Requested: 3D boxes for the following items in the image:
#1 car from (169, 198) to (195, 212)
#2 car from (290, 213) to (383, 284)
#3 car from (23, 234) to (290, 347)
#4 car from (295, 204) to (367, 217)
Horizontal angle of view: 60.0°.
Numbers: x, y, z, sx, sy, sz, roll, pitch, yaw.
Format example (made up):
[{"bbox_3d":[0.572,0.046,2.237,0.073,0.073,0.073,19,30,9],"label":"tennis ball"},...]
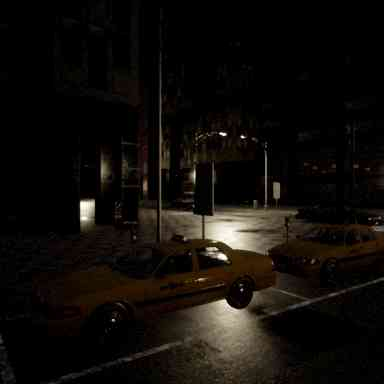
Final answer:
[{"bbox_3d":[-0.617,1.398,36.515,2.128,1.511,4.902,0,0,-36],"label":"car"},{"bbox_3d":[4.099,1.526,9.548,4.829,1.417,1.752,0,0,-35],"label":"car"},{"bbox_3d":[-0.468,1.525,6.305,4.829,1.417,1.752,0,0,-35],"label":"car"},{"bbox_3d":[9.648,1.508,22.383,2.033,1.411,5.357,0,0,-38],"label":"car"}]
